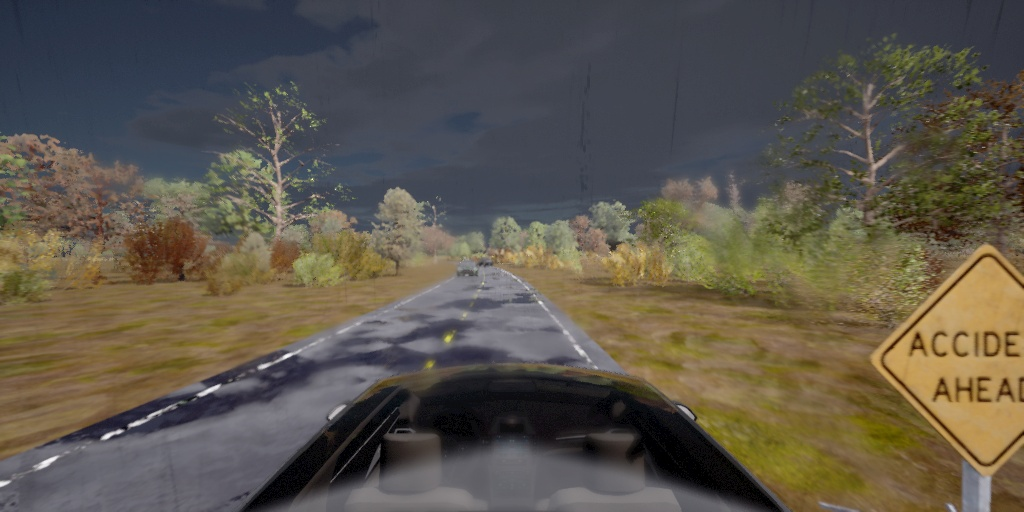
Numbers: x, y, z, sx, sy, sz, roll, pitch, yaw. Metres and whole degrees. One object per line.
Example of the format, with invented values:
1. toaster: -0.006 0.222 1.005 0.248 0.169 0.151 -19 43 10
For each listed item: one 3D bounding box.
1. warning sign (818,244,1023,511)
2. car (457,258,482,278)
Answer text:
1. warning sign: 2.656 0.864 2.055 1.300 1.860 1.060 0 0 0
2. car: -4.406 1.240 36.235 2.097 1.767 4.553 0 0 -4
